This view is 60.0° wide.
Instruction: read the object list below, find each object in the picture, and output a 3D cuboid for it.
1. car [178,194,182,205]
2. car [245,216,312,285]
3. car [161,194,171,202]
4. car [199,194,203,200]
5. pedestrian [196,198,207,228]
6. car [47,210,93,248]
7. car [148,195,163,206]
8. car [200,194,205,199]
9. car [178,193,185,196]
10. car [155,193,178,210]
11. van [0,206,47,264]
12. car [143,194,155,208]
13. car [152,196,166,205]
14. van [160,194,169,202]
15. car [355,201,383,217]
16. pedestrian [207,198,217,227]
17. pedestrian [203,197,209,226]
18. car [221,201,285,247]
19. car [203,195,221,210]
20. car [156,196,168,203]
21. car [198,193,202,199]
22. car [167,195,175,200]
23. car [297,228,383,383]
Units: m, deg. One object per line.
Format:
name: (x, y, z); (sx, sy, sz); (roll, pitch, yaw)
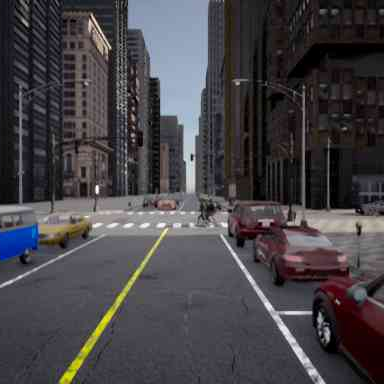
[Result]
car: (-3.090, 1.506, 54.633); (1.895, 1.301, 4.718); (0, 0, 0)
car: (2.759, 1.564, 9.106); (1.802, 1.307, 4.206); (0, 0, 0)
car: (-5.773, 1.317, 75.590); (1.967, 1.590, 4.097); (0, 0, 0)
car: (2.754, 1.445, 58.678); (1.887, 1.381, 4.507); (0, 0, 0)
pedestrian: (0.593, 1.256, 20.428); (0.375, 1.860, 0.375); (0, 0, 0)
car: (-5.766, 1.498, 14.602); (1.752, 1.417, 4.829); (0, 0, 0)
car: (-5.770, 1.348, 53.028); (1.967, 1.590, 4.097); (0, 0, 0)
car: (2.755, 1.459, 53.038); (2.008, 1.369, 4.403); (0, 0, 0)
car: (-3.007, 1.427, 69.355); (2.033, 1.411, 5.357); (0, 0, 0)
car: (-3.046, 1.281, 40.709); (2.097, 1.767, 4.553); (0, 0, -2)
van: (-5.766, 1.323, 9.094); (1.690, 1.788, 3.998); (0, 0, 0)
car: (-5.770, 1.232, 47.386); (2.192, 1.841, 5.009); (0, 0, 0)
car: (-5.771, 1.466, 58.669); (1.947, 1.339, 4.313); (0, 0, 0)
van: (-5.773, 1.225, 69.949); (1.690, 1.788, 3.998); (0, 0, 0)
car: (17.056, 1.465, 29.958); (4.181, 1.385, 1.994); (0, 0, 0)
pedestrian: (1.227, 1.255, 21.027); (0.375, 1.860, 0.375); (0, 0, 0)
pedestrian: (0.900, 1.254, 21.651); (0.375, 1.860, 0.375); (0, 0, 0)
car: (2.758, 1.287, 14.782); (2.192, 1.841, 5.009); (0, 0, 0)
car: (2.756, 1.477, 41.756); (2.008, 1.369, 4.403); (0, 0, 0)
car: (-5.771, 1.473, 64.309); (1.802, 1.307, 4.206); (0, 0, 0)
car: (2.753, 1.324, 69.959); (1.967, 1.590, 4.097); (0, 0, 0)
car: (-5.774, 1.425, 92.512); (1.947, 1.339, 4.313); (0, 0, 0)
car: (2.760, 1.433, 3.428); (1.967, 1.590, 4.097); (0, 0, 0)
